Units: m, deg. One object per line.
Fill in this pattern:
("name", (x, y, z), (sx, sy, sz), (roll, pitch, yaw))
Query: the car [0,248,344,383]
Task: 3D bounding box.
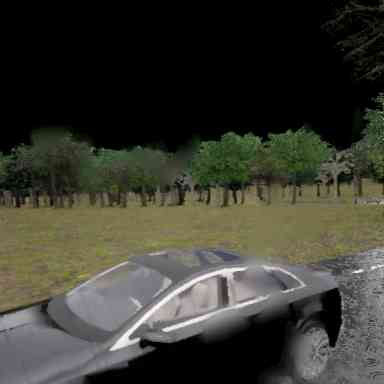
("car", (-0.230, 1.490, 3.826), (4.902, 1.511, 2.128), (0, 0, -35))
